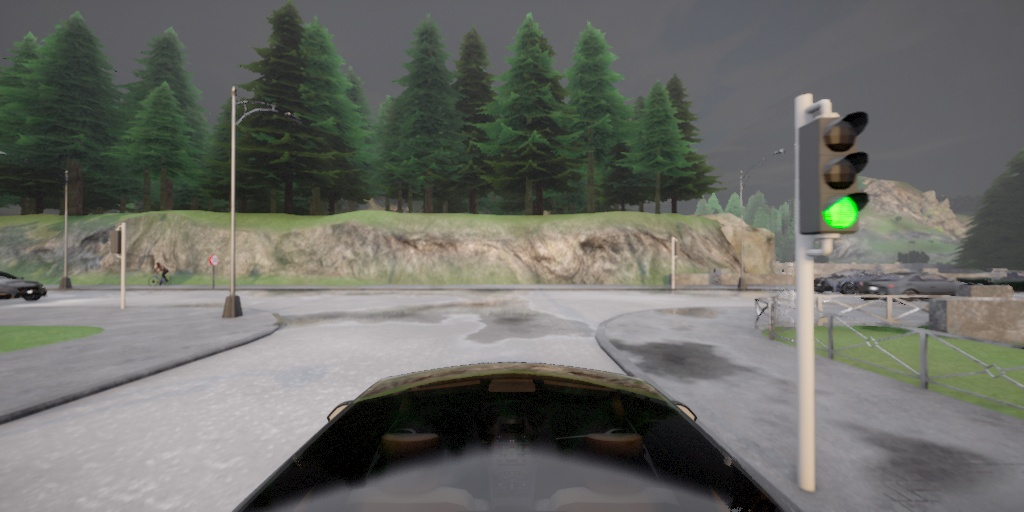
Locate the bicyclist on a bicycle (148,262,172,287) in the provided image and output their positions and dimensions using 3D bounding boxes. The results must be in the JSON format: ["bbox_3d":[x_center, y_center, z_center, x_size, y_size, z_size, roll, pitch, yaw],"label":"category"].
[{"bbox_3d":[-23.936,1.261,24.402,0.582,1.620,1.656,0,0,0],"label":"bicyclist on a bicycle"}]

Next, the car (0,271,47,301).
[{"bbox_3d":[-23.951,1.357,16.004,4.892,1.490,1.837,0,0,0],"label":"car"}]

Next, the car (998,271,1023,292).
[{"bbox_3d":[28.081,1.484,20.183,4.718,1.301,1.895,0,0,0],"label":"car"}]

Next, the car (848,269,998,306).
[{"bbox_3d":[18.129,1.417,15.991,4.181,1.385,1.994,0,0,0],"label":"car"}]

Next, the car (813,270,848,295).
[{"bbox_3d":[19.286,1.447,20.190,4.181,1.385,1.994,0,0,0],"label":"car"}]
